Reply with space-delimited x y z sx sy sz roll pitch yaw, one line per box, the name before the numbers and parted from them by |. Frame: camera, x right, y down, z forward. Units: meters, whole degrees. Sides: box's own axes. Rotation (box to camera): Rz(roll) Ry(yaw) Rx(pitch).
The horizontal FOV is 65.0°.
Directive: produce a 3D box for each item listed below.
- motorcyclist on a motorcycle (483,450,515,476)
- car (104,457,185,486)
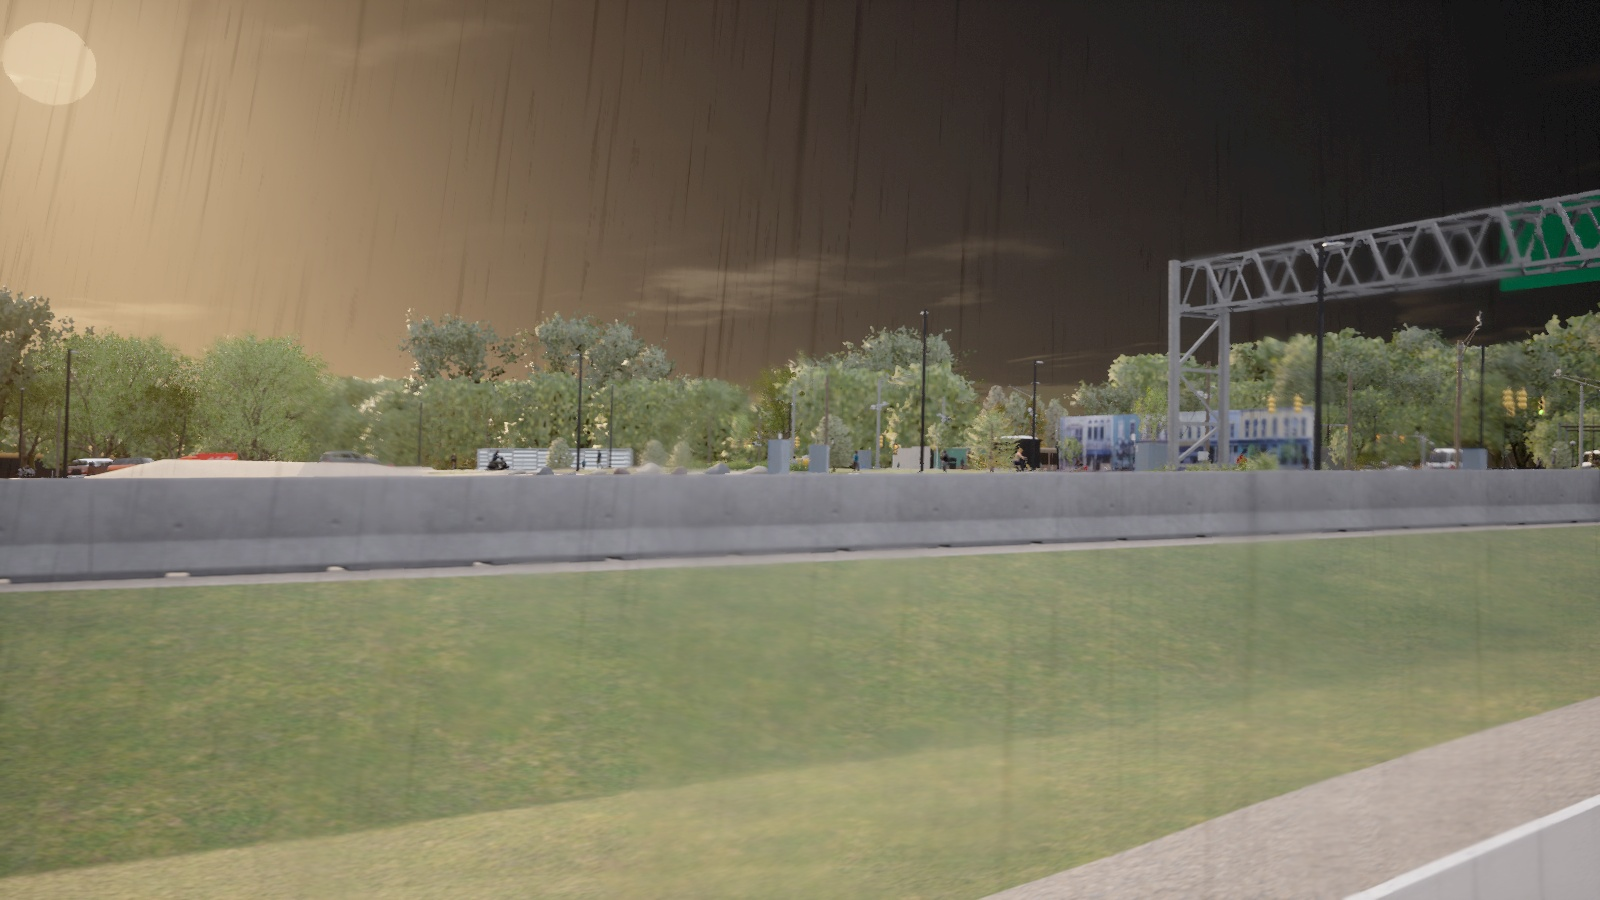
motorcyclist on a motorcycle | -19.231 0.856 80.164 1.817 1.590 0.866 -2 -2 22
car | -45.908 1.486 87.993 4.553 1.767 2.097 -3 -1 5
